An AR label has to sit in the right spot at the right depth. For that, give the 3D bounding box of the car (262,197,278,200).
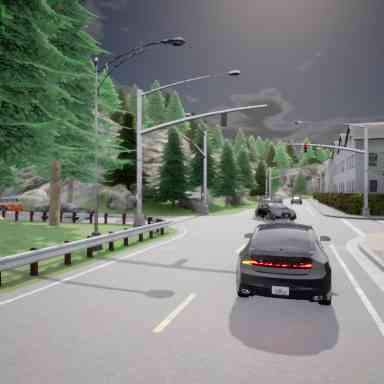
[{"bbox_3d":[9.801,1.564,43.856,1.994,1.385,4.181,0,0,18],"label":"car"}]

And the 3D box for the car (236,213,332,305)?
[{"bbox_3d":[2.299,1.505,8.222,1.837,1.490,4.892,0,0,18],"label":"car"}]

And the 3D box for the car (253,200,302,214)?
[{"bbox_3d":[6.521,1.571,26.582,1.994,1.385,4.181,0,0,-13],"label":"car"}]

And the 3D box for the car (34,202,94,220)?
[{"bbox_3d":[-10.619,1.563,27.707,5.357,1.411,2.033,0,0,19],"label":"car"}]

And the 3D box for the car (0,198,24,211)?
[{"bbox_3d":[-19.864,1.367,34.430,4.553,1.767,2.097,0,0,17],"label":"car"}]

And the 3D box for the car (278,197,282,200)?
[{"bbox_3d":[16.138,1.566,63.358,1.994,1.385,4.181,0,0,18],"label":"car"}]

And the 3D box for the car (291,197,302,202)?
[{"bbox_3d":[19.598,1.564,62.351,1.994,1.385,4.181,0,0,18],"label":"car"}]
